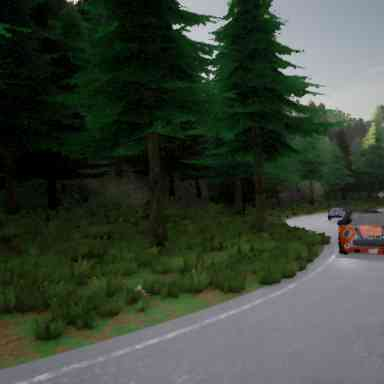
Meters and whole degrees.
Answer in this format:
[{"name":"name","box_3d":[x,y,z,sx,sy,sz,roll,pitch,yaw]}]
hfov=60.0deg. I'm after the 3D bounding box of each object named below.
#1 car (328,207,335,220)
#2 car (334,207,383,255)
[{"name":"car","box_3d":[15.688,2.258,35.611,2.033,1.411,5.357,-3,-2,27]},{"name":"car","box_3d":[7.299,1.570,13.953,2.097,1.767,4.553,-3,-2,23]}]
